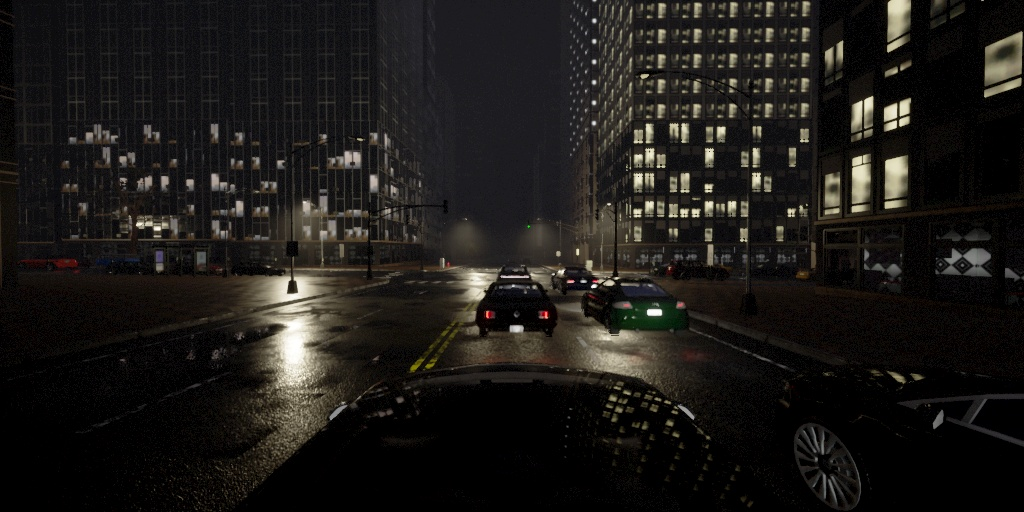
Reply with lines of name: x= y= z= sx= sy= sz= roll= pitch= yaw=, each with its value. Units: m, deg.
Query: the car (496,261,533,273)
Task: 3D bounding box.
car: x=0.125 y=1.233 z=20.082 sx=2.128 sy=1.511 sz=4.902 roll=0 pitch=0 yaw=0

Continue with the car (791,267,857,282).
car: x=27.684 y=1.578 z=31.314 sx=4.829 sy=1.417 sz=1.751 roll=0 pitch=0 yaw=1

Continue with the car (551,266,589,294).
car: x=3.399 y=1.288 z=20.007 sx=2.033 sy=1.411 sz=5.357 roll=0 pitch=0 yaw=-2

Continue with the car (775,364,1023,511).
car: x=3.339 y=1.242 z=1.337 sx=2.128 sy=1.511 sz=4.902 roll=0 pitch=0 yaw=0

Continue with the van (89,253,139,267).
van: x=-45.230 y=0.605 z=41.118 sx=3.998 sy=1.789 sz=1.690 roll=0 pitch=0 yaw=1

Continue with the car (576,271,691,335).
car: x=3.369 y=1.310 z=10.538 sx=1.994 sy=1.385 sz=4.181 roll=0 pitch=0 yaw=-1

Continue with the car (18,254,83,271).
car: x=-49.995 y=0.614 z=38.616 sx=4.553 sy=1.767 sz=2.097 roll=1 pitch=1 yaw=1

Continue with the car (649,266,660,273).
car: x=16.494 y=1.426 z=37.303 sx=4.181 sy=1.385 sz=1.994 roll=1 pitch=1 yaw=1

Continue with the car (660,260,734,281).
car: x=16.236 y=1.268 z=31.529 sx=5.009 sy=1.841 sz=2.192 roll=0 pitch=0 yaw=1

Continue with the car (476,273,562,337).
car: x=0.111 y=1.347 z=10.292 sx=1.895 sy=1.301 sz=4.718 roll=0 pitch=0 yaw=0

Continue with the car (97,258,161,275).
car: x=-34.052 y=1.069 z=32.441 sx=4.313 sy=1.339 sz=1.948 roll=0 pitch=0 yaw=1

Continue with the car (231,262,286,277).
car: x=-22.688 y=1.173 z=32.117 sx=4.313 sy=1.339 sz=1.948 roll=0 pitch=0 yaw=1

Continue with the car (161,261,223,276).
car: x=-28.372 y=1.138 z=32.259 sx=4.207 sy=1.307 sz=1.802 roll=0 pitch=0 yaw=1

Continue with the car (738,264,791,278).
car: x=26.600 y=1.498 z=37.113 sx=5.357 sy=1.411 sz=2.033 roll=1 pitch=1 yaw=1
